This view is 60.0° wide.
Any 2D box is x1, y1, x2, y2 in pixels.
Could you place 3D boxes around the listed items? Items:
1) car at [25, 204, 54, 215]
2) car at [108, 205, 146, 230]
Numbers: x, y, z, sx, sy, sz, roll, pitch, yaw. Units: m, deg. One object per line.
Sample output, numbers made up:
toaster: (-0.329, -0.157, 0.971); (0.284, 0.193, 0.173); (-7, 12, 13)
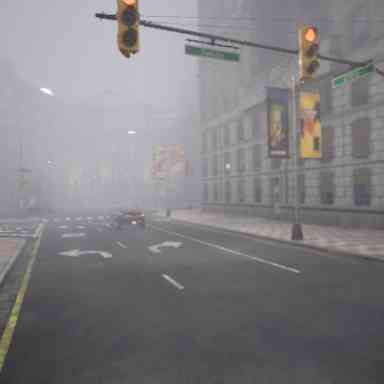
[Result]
car: (-19.625, 2.172, 42.613); (4.718, 1.301, 1.895); (-1, 0, 41)
car: (-4.545, 1.696, 23.051); (1.837, 1.490, 4.892); (-1, 0, -23)
